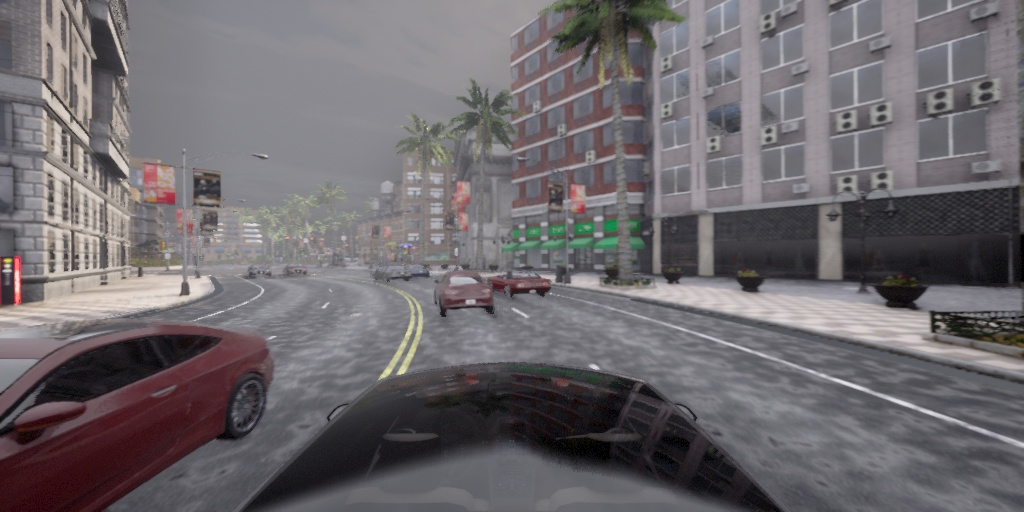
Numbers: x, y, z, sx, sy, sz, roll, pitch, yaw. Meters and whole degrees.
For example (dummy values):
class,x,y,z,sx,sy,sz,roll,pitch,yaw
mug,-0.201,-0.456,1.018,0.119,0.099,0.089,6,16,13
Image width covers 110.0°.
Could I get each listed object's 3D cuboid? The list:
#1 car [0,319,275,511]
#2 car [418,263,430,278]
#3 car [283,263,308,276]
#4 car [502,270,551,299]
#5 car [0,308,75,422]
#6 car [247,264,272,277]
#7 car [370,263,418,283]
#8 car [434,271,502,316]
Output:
class,x,y,z,sx,sy,sz,roll,pitch,yaw
car,-3.767,1.314,2.686,1.812,1.442,4.674,0,0,-4
car,-9.598,1.402,34.482,1.994,1.385,4.181,-1,0,-39
car,-25.687,1.575,42.429,1.994,1.385,4.181,-1,0,-41
car,0.183,1.344,18.440,1.895,1.301,4.718,-1,0,-20
car,-7.197,1.424,2.842,1.895,1.301,4.718,-1,0,-4
car,-28.347,1.629,40.156,1.994,1.385,4.181,-1,0,-41
car,-10.021,1.391,29.629,2.033,1.411,5.357,-1,0,-38
car,-1.902,1.292,13.525,1.812,1.442,4.674,0,0,-15
